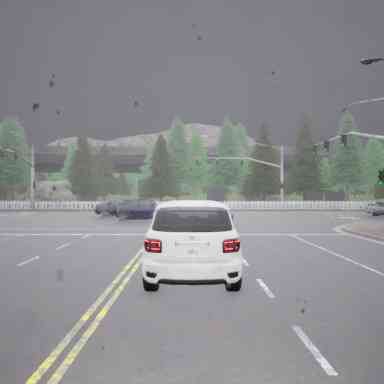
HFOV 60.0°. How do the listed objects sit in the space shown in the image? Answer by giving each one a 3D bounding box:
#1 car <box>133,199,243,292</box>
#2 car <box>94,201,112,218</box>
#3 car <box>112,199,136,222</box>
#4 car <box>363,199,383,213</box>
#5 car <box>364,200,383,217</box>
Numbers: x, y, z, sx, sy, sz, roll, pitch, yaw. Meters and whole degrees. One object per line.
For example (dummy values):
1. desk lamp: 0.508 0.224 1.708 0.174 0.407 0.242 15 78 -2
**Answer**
1. car: 0.009 1.221 9.088 2.150 2.045 5.566 0 0 0
2. car: -5.945 1.463 28.801 4.902 1.511 2.128 0 0 0
3. car: -3.391 1.332 25.314 4.553 1.767 2.097 0 0 0
4. car: 21.210 1.508 36.116 4.181 1.385 1.994 0 0 0
5. car: 17.788 1.545 28.929 4.718 1.301 1.895 0 0 0
